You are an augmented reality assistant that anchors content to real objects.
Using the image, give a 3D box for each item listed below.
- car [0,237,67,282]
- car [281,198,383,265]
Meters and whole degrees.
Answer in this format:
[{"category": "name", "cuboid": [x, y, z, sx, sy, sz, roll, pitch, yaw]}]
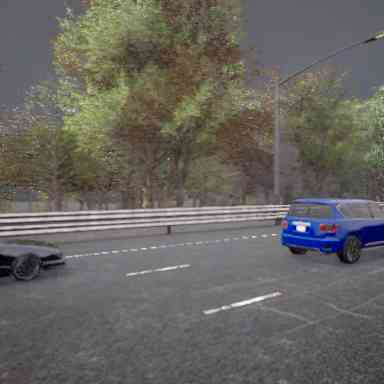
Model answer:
[{"category": "car", "cuboid": [-5.987, 1.548, 8.074, 5.357, 1.411, 2.033, 0, 0, -35]}, {"category": "car", "cuboid": [5.626, 1.249, 12.052, 5.566, 2.045, 2.150, 0, 0, -35]}]
